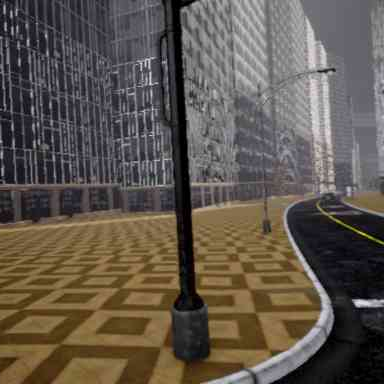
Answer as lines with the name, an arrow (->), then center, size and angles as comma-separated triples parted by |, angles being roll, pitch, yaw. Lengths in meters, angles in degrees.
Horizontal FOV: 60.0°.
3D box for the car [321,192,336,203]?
car -> 20.799, 0.753, 50.660 | 1.882, 1.535, 5.008 | -3, -1, 24
